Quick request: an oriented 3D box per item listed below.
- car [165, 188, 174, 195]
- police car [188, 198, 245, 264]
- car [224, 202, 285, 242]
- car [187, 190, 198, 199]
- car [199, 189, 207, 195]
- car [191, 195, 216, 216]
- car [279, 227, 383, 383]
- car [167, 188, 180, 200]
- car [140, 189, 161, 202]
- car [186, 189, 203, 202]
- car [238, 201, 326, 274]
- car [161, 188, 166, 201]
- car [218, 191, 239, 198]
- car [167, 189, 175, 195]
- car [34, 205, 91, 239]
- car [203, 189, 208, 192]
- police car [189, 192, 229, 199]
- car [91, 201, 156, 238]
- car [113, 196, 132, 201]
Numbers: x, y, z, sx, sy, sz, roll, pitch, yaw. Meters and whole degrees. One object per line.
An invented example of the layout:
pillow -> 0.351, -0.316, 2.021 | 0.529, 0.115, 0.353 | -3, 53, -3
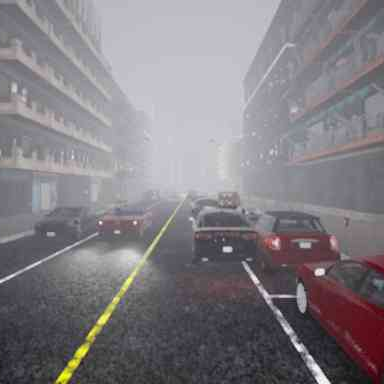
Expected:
car -> -5.531, -0.080, 83.160 | 1.967, 1.590, 4.097 | 0, 1, 0
police car -> 0.920, 1.223, 11.125 | 1.930, 1.638, 5.238 | 0, 1, 0
car -> 2.720, 1.270, 15.516 | 2.008, 1.369, 4.403 | 0, 1, 0
car -> 0.116, 0.356, 61.557 | 1.882, 1.535, 5.008 | 0, 1, 0
car -> 2.860, -0.078, 88.777 | 1.887, 1.381, 4.507 | 0, 1, 0
car -> 0.876, 1.016, 27.014 | 1.837, 1.490, 4.892 | 0, 1, 0
car -> 2.698, 1.466, 4.246 | 1.887, 1.381, 4.507 | 0, 1, 0
car -> -2.958, 0.518, 56.520 | 2.033, 1.411, 5.357 | 0, 1, 1
car -> -5.607, 0.645, 43.713 | 1.967, 1.590, 4.097 | 0, 1, 0
car -> 0.098, 0.627, 47.539 | 2.128, 1.511, 4.902 | 0, 1, 0
car -> 2.709, 1.261, 9.880 | 1.967, 1.590, 4.097 | 0, 1, 0
car -> -5.595, 0.417, 49.346 | 2.192, 1.841, 5.009 | 0, 1, 0
car -> 2.743, 0.830, 26.784 | 2.192, 1.841, 5.009 | 0, 1, 0
car -> -5.521, -0.079, 88.798 | 1.887, 1.381, 4.507 | 0, 1, 0
car -> -5.661, 1.284, 15.536 | 1.947, 1.339, 4.313 | 0, 1, 0
car -> 2.838, 0.108, 77.676 | 1.752, 1.417, 4.829 | 0, 1, 0
police car -> 0.939, 1.043, 21.124 | 1.930, 1.638, 5.238 | 0, 1, 0
car -> -3.073, 1.311, 15.955 | 1.895, 1.301, 4.718 | 0, 1, 0
car -> -5.640, 1.042, 26.637 | 1.752, 1.417, 4.829 | 0, 1, 0
